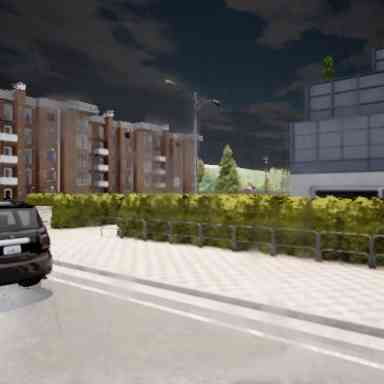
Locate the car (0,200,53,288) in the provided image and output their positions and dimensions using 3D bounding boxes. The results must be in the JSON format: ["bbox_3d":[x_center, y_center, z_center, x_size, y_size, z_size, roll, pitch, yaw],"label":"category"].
[{"bbox_3d":[-5.629,1.209,7.981,5.566,2.045,2.150,0,0,36],"label":"car"}]
